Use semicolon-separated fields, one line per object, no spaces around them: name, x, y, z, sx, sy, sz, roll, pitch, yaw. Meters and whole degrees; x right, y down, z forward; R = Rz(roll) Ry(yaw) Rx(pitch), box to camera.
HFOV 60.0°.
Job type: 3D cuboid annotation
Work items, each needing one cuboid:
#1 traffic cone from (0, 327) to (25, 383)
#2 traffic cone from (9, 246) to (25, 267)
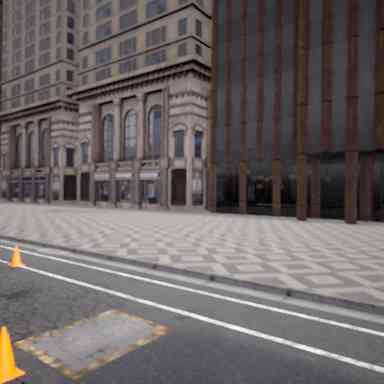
traffic cone;-2.280;1.939;4.047;0.340;0.580;0.340;1;0;37
traffic cone;-5.287;1.915;10.044;0.340;0.580;0.340;1;0;37
